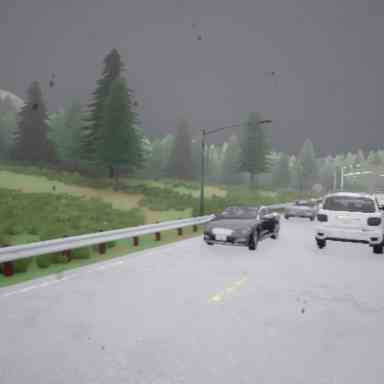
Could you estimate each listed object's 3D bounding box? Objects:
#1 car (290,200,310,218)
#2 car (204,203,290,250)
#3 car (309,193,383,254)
[{"bbox_3d":[7.972,1.244,23.641,1.895,1.301,4.718,2,1,29],"label":"car"},{"bbox_3d":[2.145,1.230,13.207,2.128,1.511,4.902,2,1,28],"label":"car"},{"bbox_3d":[6.386,1.062,13.252,2.150,2.045,5.566,2,1,29],"label":"car"}]
